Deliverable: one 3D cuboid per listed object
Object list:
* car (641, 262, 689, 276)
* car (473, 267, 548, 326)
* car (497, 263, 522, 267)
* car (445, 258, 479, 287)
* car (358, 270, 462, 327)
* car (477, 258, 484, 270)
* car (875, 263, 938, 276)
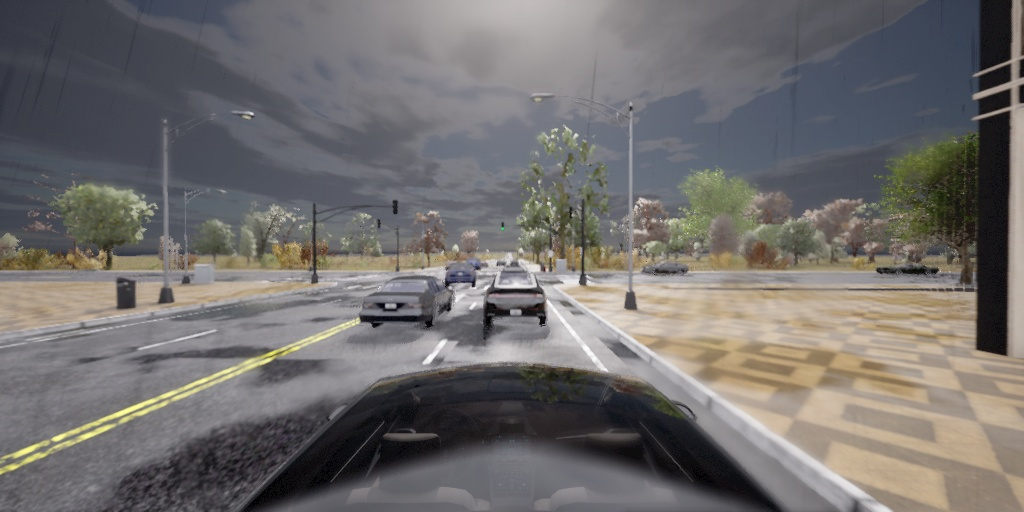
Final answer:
[{"bbox_3d":[16.689,1.361,39.232,4.902,1.511,2.128,0,1,3],"label":"car"},{"bbox_3d":[0.102,1.301,12.009,2.128,1.511,4.902,0,0,0],"label":"car"},{"bbox_3d":[0.095,1.431,25.721,1.837,1.490,4.892,0,-2,0],"label":"car"},{"bbox_3d":[-3.759,1.281,26.108,2.097,1.767,4.553,0,-2,-8],"label":"car"},{"bbox_3d":[-3.148,1.356,11.802,2.033,1.411,5.357,0,0,0],"label":"car"},{"bbox_3d":[-6.373,1.285,58.581,2.150,2.045,5.566,0,-1,1],"label":"car"},{"bbox_3d":[41.721,1.435,38.003,4.718,1.301,1.895,0,1,3],"label":"car"}]
